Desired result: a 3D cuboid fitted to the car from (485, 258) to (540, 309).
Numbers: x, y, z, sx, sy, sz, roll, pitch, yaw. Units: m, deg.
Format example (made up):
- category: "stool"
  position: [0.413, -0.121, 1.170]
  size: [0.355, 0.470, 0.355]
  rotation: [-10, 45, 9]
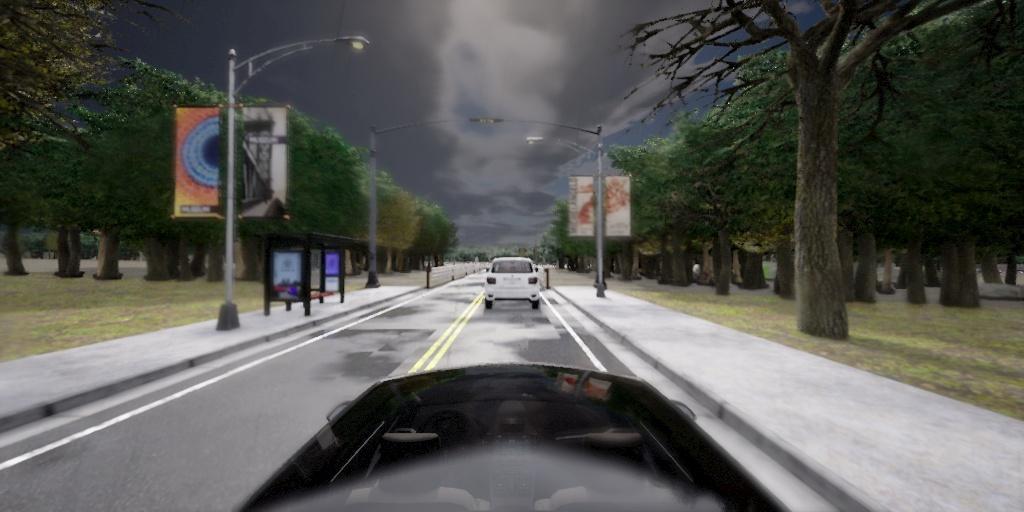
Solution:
- category: "car"
  position: [0.008, 1.100, 15.867]
  size: [2.150, 2.045, 5.566]
  rotation: [0, 0, 0]
